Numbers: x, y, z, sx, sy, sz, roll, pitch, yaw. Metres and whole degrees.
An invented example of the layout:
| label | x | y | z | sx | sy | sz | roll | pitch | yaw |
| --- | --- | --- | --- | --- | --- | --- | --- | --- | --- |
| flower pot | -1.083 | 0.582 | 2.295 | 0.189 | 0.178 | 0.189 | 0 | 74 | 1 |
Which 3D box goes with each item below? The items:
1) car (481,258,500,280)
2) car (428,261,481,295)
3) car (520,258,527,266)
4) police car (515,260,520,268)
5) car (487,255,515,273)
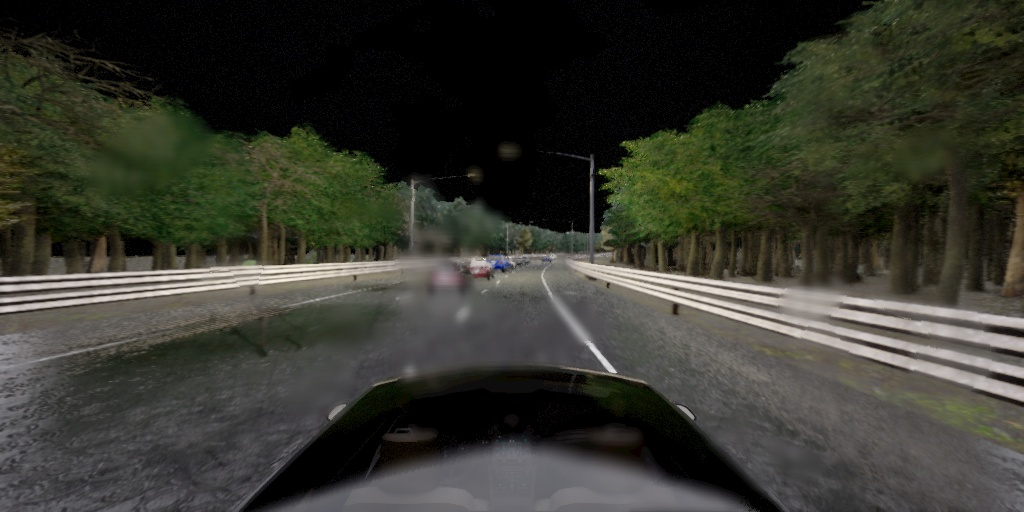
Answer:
| label | x | y | z | sx | sy | sz | roll | pitch | yaw |
| --- | --- | --- | --- | --- | --- | --- | --- | --- | --- |
| car | -2.577 | 1.194 | 30.475 | 2.163 | 1.488 | 4.792 | 0 | 0 | 4 |
| car | -3.171 | 1.137 | 19.603 | 2.033 | 1.649 | 4.856 | 0 | 0 | 2 |
| car | 0.939 | 1.112 | 62.851 | 1.895 | 1.301 | 4.718 | 0 | 0 | 8 |
| police car | -0.525 | 1.081 | 52.061 | 2.038 | 1.542 | 4.974 | 0 | 0 | 7 |
| car | -1.539 | 0.863 | 41.563 | 2.150 | 2.045 | 5.566 | 0 | 0 | 10 |
